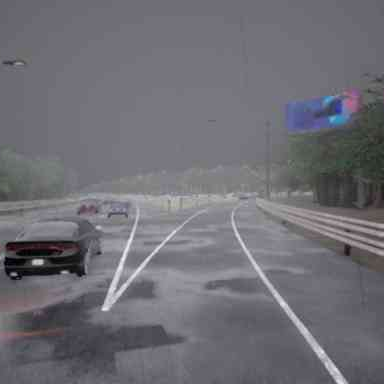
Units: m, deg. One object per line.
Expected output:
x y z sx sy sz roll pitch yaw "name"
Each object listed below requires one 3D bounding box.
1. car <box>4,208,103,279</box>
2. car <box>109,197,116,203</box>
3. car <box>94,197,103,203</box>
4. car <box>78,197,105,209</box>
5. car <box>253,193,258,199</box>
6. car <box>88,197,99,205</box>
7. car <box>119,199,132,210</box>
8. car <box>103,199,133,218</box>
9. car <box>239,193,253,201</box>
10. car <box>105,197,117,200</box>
-3.950 1.506 10.280 1.882 1.535 5.008 -1 0 -8 "car"
-20.480 2.007 85.732 1.882 1.535 5.008 -1 0 -13 "car"
-24.083 2.095 85.839 2.128 1.511 4.902 -1 0 -13 "car"
-11.129 1.508 36.529 2.097 1.767 4.553 -1 0 -9 "car"
15.733 0.976 84.910 2.128 1.511 4.902 0 1 27 "car"
-20.969 1.912 71.114 1.882 1.535 5.008 -1 0 -12 "car"
-9.667 1.730 48.683 1.812 1.442 4.674 -1 0 -10 "car"
-6.965 1.648 31.966 2.033 1.411 5.357 -1 0 -9 "car"
11.908 1.165 75.491 1.837 1.490 4.892 0 0 21 "car"
-16.115 1.699 65.047 2.097 1.767 4.553 -1 0 -11 "car"
